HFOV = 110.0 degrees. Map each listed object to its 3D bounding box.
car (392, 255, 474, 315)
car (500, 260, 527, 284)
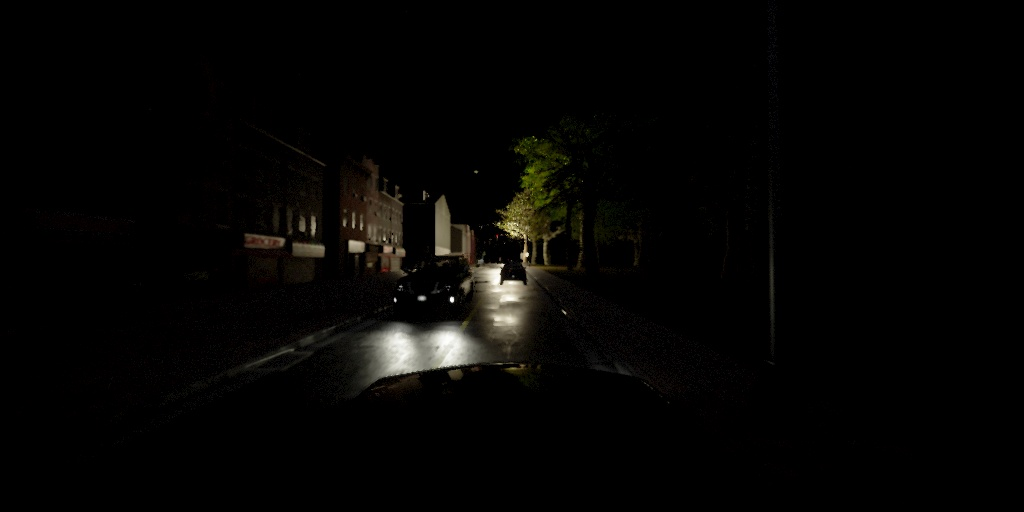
[{"bbox_3d":[-2.792,0.980,13.989,2.150,2.045,5.566,0,0,1],"label":"car"},{"bbox_3d":[0.097,1.245,26.936,1.882,1.535,5.008,0,0,0],"label":"car"}]
